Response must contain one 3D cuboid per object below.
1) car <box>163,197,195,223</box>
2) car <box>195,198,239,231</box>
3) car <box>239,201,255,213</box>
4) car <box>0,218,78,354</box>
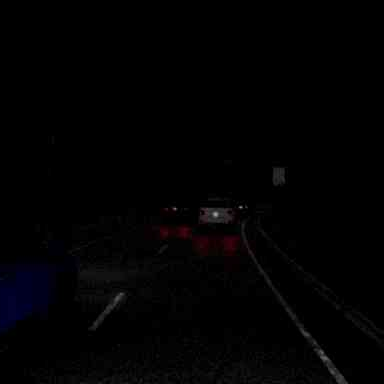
[{"bbox_3d":[-0.741,1.411,27.751,2.150,2.045,5.566,0,0,12],"label":"car"},{"bbox_3d":[1.799,1.381,22.087,2.150,2.045,5.566,0,0,9],"label":"car"},{"bbox_3d":[6.550,1.850,41.197,2.033,1.411,5.357,0,0,19],"label":"car"},{"bbox_3d":[-3.293,1.245,3.979,2.150,2.045,5.566,0,0,1],"label":"car"}]
